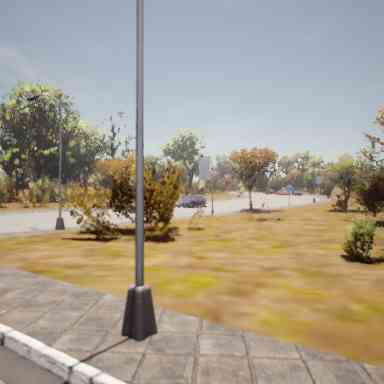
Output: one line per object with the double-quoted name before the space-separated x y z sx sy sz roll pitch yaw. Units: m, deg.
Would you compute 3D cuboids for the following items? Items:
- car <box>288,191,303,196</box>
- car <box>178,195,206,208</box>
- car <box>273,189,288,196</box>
"car" 28.170 0.372 89.357 1.895 1.301 4.718 0 1 1
"car" -0.082 1.169 44.281 2.097 1.767 4.553 0 1 39
"car" 24.687 0.090 90.996 2.097 1.767 4.553 0 1 -4
